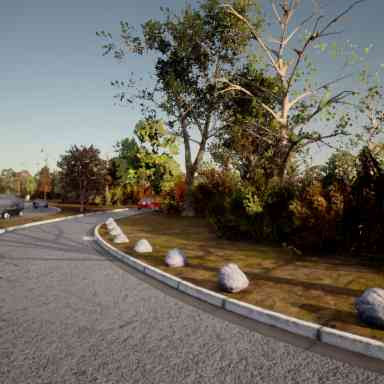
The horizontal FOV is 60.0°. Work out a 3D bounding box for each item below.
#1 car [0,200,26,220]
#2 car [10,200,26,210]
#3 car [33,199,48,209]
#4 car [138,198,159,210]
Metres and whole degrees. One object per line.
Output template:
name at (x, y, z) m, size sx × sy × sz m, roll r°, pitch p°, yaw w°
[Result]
car at (-17.831, 1.799, 31.767) m, size 1.837 × 1.490 × 4.892 m, roll 1°, pitch -1°, yaw -3°
car at (-27.223, 1.989, 51.934) m, size 1.994 × 1.385 × 4.181 m, roll 0°, pitch 0°, yaw -31°
car at (-24.337, 1.915, 53.421) m, size 2.128 × 1.511 × 4.902 m, roll 0°, pitch 0°, yaw -30°
car at (-6.164, 1.657, 48.891) m, size 2.097 × 1.767 × 4.553 m, roll 0°, pitch 1°, yaw 16°
